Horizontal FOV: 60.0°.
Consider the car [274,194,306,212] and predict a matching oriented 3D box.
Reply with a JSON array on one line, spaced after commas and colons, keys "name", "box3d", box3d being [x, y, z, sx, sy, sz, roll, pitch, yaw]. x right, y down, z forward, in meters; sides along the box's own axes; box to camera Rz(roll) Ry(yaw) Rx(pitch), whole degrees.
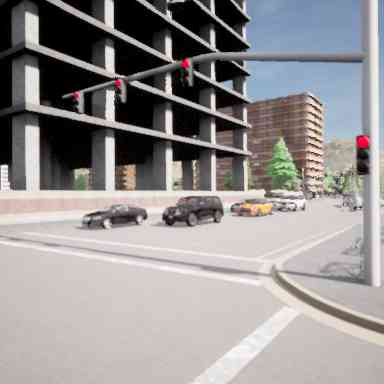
[{"name": "car", "box3d": [12.207, 1.277, 40.654, 2.150, 2.045, 5.566, -1, 0, 36]}]

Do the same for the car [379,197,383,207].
[{"name": "car", "box3d": [28.304, 1.527, 50.978, 1.812, 1.442, 4.674, -1, 0, 35]}]

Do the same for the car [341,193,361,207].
[{"name": "car", "box3d": [25.294, 1.251, 52.765, 2.150, 2.045, 5.566, -1, 0, 35]}]

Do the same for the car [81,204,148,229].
[{"name": "car", "box3d": [-5.091, 1.574, 22.347, 2.128, 1.511, 4.902, -1, 0, 36]}]

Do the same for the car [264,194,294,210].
[{"name": "car", "box3d": [12.332, 1.304, 46.836, 2.150, 2.045, 5.566, -1, 0, 36]}]

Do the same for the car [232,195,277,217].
[{"name": "car", "box3d": [6.113, 1.408, 32.082, 2.097, 1.767, 4.553, -1, 0, 35]}]

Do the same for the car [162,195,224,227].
[{"name": "car", "box3d": [0.217, 1.277, 23.768, 2.150, 2.045, 5.566, -1, 0, 35]}]

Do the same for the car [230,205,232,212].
[{"name": "car", "box3d": [6.110, 1.574, 38.123, 2.128, 1.511, 4.902, -1, 0, 35]}]

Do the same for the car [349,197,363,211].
[{"name": "car", "box3d": [20.917, 1.602, 40.526, 1.895, 1.301, 4.718, -1, 0, 35]}]
